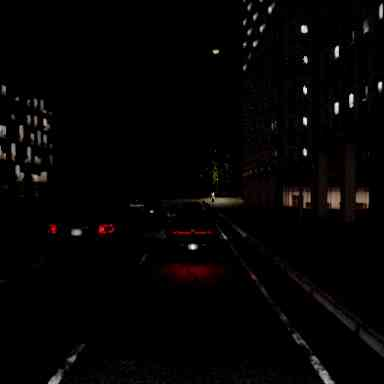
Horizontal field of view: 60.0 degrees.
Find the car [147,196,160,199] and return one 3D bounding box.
[{"bbox_3d":[-6.557,1.417,57.471,1.837,1.490,4.892,0,0,0],"label":"car"}]

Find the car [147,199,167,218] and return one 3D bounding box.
[{"bbox_3d":[-3.197,1.530,28.498,1.994,1.385,4.181,0,0,0],"label":"car"}]

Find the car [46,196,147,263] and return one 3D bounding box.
[{"bbox_3d":[-3.215,1.210,12.016,2.150,2.045,5.566,0,0,1],"label":"car"}]

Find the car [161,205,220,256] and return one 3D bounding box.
[{"bbox_3d":[0.047,1.491,13.008,1.837,1.490,4.892,0,0,1],"label":"car"}]

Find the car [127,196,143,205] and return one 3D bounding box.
[{"bbox_3d":[-9.803,1.417,57.451,1.837,1.490,4.892,0,0,0],"label":"car"}]

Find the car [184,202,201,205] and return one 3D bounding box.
[{"bbox_3d":[0.025,1.516,25.927,2.033,1.411,5.357,0,0,1],"label":"car"}]
